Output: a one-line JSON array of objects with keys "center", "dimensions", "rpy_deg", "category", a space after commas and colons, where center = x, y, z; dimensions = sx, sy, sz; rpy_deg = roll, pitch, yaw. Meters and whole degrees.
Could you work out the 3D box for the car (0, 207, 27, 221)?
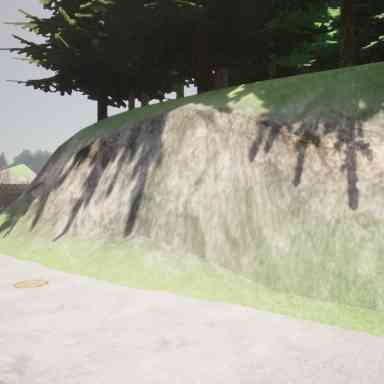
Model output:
[{"center": [-15.805, 1.556, 25.006], "dimensions": [2.033, 1.411, 5.357], "rpy_deg": [0, 0, 36], "category": "car"}]
